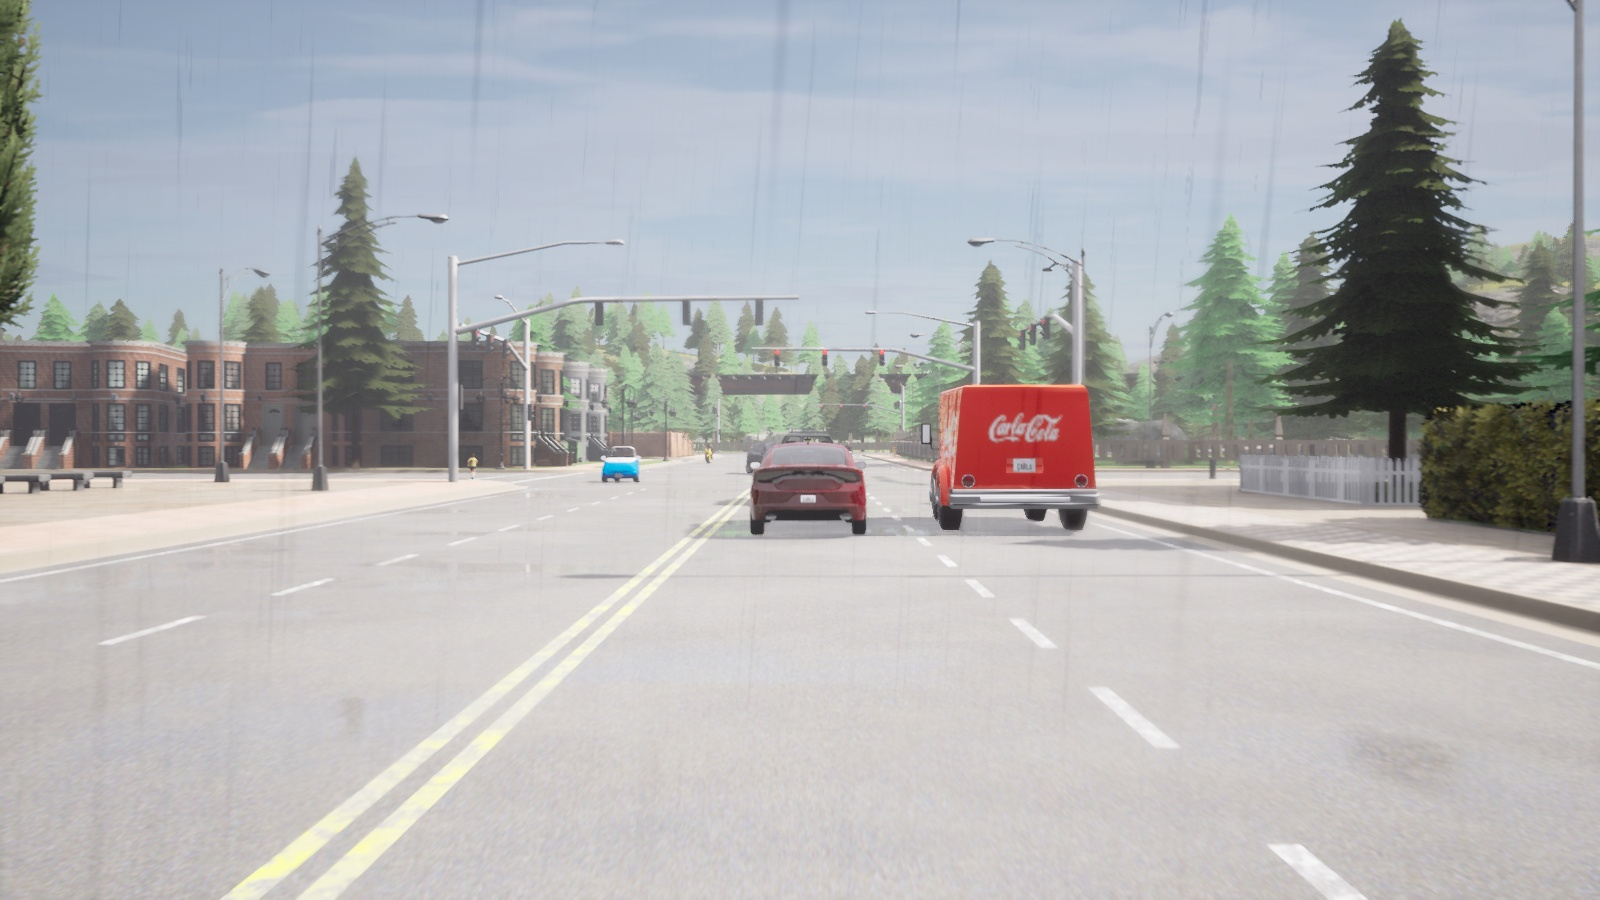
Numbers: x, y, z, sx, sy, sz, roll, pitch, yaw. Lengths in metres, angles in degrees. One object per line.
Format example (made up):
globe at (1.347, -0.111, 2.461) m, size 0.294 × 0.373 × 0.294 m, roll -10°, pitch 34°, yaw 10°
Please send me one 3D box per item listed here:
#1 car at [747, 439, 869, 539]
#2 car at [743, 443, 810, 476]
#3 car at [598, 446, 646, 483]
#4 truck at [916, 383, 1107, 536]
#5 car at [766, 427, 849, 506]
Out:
car at (0.139, 0.601, 21.800) m, size 1.882 × 1.535 × 5.008 m, roll 0°, pitch 0°, yaw 0°
car at (-1.143, 0.424, 59.437) m, size 1.845 × 1.501 × 3.633 m, roll 0°, pitch 0°, yaw -25°
car at (-6.715, 0.528, 47.505) m, size 1.481 × 1.376 × 2.207 m, roll 0°, pitch 0°, yaw 0°
truck at (3.646, 0.134, 22.819) m, size 2.627 × 2.467 × 5.204 m, roll 0°, pitch 0°, yaw 0°
car at (0.195, 0.384, 31.823) m, size 1.932 × 1.855 × 4.605 m, roll 0°, pitch 0°, yaw 0°
